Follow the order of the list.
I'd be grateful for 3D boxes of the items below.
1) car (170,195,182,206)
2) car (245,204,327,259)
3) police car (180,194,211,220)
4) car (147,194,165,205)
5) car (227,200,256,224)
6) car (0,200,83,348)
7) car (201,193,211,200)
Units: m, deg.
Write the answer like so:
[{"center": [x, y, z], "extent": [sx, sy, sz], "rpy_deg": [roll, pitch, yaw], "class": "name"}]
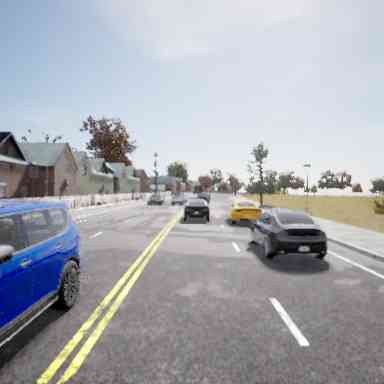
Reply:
[{"center": [-1.945, 1.223, 48.387], "extent": [1.812, 1.442, 4.674], "rpy_deg": [0, 0, 3], "class": "car"}, {"center": [3.334, 1.415, 12.205], "extent": [1.837, 1.490, 4.892], "rpy_deg": [0, 0, 1], "class": "car"}, {"center": [0.402, 1.236, 25.813], "extent": [1.930, 1.638, 5.238], "rpy_deg": [0, 1, 2], "class": "police car"}, {"center": [-5.188, 1.069, 48.591], "extent": [2.097, 1.767, 4.553], "rpy_deg": [0, 0, 3], "class": "car"}, {"center": [3.554, 1.310, 23.147], "extent": [1.882, 1.535, 5.008], "rpy_deg": [0, 0, 1], "class": "car"}, {"center": [-3.328, 1.182, 4.705], "extent": [2.150, 2.045, 5.566], "rpy_deg": [0, 0, 0], "class": "car"}, {"center": [3.445, 0.993, 78.625], "extent": [2.128, 1.511, 4.902], "rpy_deg": [0, 0, 5], "class": "car"}]
